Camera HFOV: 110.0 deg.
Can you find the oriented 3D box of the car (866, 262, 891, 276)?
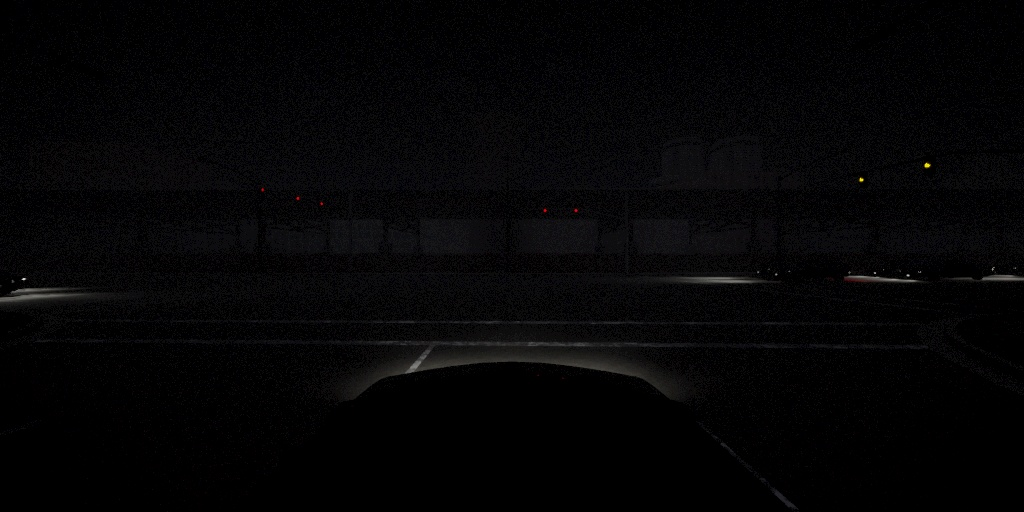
[{"bbox_3d":[32.850,0.991,29.754,5.357,1.411,2.033,-1,0,1],"label":"car"}]

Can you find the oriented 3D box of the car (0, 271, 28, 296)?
[{"bbox_3d":[-26.887,1.238,17.132,4.892,1.490,1.837,0,0,2],"label":"car"}]

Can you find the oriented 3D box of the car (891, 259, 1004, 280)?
[{"bbox_3d":[31.761,1.010,26.282,5.357,1.411,2.033,-1,0,1],"label":"car"}]

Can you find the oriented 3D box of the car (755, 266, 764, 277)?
[{"bbox_3d":[23.110,1.056,30.011,4.902,1.511,2.128,-1,0,2],"label":"car"}]

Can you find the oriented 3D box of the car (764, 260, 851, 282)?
[{"bbox_3d":[22.053,1.070,26.531,4.902,1.511,2.128,-1,0,1],"label":"car"}]

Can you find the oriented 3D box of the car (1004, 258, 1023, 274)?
[{"bbox_3d":[43.071,0.824,29.479,5.357,1.411,2.033,-1,0,1],"label":"car"}]
